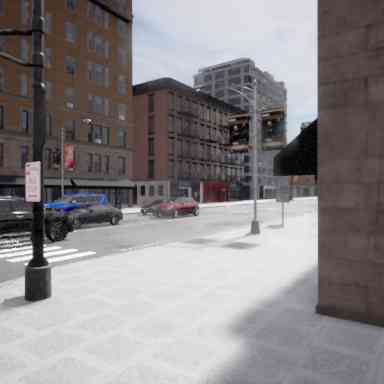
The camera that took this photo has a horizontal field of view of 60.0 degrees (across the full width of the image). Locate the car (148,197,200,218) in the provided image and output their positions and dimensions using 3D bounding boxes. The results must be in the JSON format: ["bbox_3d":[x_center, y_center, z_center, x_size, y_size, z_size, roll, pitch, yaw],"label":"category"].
[{"bbox_3d":[-1.290,1.253,28.678,2.097,1.767,4.553,0,0,35],"label":"car"}]

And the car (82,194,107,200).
[{"bbox_3d":[-8.506,1.162,24.091,2.150,2.045,5.566,0,0,35],"label":"car"}]

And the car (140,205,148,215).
[{"bbox_3d":[-2.899,1.425,32.041,1.812,1.442,4.674,0,0,35],"label":"car"}]

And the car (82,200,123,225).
[{"bbox_3d":[-6.507,1.464,21.285,1.812,1.442,4.674,0,0,37],"label":"car"}]

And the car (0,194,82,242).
[{"bbox_3d":[-7.680,1.182,13.634,2.150,2.045,5.566,0,0,35],"label":"car"}]
